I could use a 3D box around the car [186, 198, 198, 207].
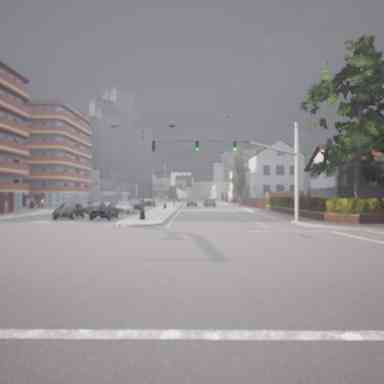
[{"bbox_3d":[-0.003,2.078,62.765,1.812,1.442,4.674,0,-1,0],"label":"car"}]

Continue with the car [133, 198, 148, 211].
[{"bbox_3d":[-8.088,1.909,48.977,1.882,1.535,5.008,0,0,0],"label":"car"}]

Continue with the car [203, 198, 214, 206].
[{"bbox_3d":[3.497,2.133,72.766,2.128,1.511,4.902,0,-1,0],"label":"car"}]

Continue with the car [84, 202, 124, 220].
[{"bbox_3d":[-8.091,1.874,30.990,1.895,1.301,4.718,0,-1,1],"label":"car"}]

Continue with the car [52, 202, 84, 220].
[{"bbox_3d":[-11.594,1.784,31.671,1.837,1.490,4.892,0,-1,0],"label":"car"}]

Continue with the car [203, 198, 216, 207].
[{"bbox_3d":[3.497,2.096,62.349,2.033,1.411,5.357,0,-1,0],"label":"car"}]

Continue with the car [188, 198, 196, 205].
[{"bbox_3d":[-0.003,2.132,72.765,1.812,1.442,4.674,0,-1,0],"label":"car"}]

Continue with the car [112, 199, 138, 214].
[{"bbox_3d":[-8.092,1.877,39.879,1.812,1.442,4.674,0,-1,0],"label":"car"}]

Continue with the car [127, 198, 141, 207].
[{"bbox_3d":[-11.503,2.057,66.163,1.837,1.490,4.892,0,-1,0],"label":"car"}]

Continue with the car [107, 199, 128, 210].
[{"bbox_3d":[-11.576,1.949,51.933,2.128,1.511,4.902,0,-1,0],"label":"car"}]

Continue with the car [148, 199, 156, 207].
[{"bbox_3d":[-8.006,2.126,63.865,1.994,1.385,4.181,0,-1,0],"label":"car"}]
